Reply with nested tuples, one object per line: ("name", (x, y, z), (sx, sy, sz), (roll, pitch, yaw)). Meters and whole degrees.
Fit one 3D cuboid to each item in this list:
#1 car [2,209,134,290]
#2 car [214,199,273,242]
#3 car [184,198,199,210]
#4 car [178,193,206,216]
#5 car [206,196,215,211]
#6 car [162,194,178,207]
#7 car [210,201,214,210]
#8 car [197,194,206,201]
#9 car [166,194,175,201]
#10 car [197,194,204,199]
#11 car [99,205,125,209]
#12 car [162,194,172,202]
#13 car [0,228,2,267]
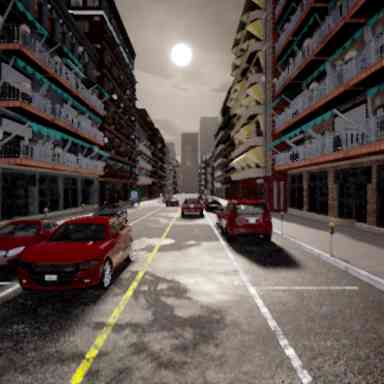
("car", (-2.868, 1.458, 9.249), (1.882, 1.535, 5.008), (0, 0, 0))
("car", (2.486, 1.279, 16.116), (2.192, 1.841, 5.009), (-1, 0, 0))
("car", (-0.043, 1.515, 43.042), (1.895, 1.301, 4.718), (0, 0, 0))
("car", (0.007, 1.285, 32.215), (2.097, 1.767, 4.553), (0, 0, 0))
("car", (2.436, 1.486, 38.773), (1.947, 1.339, 4.313), (-1, 0, 0))
("car", (-2.946, 1.468, 49.901), (1.994, 1.385, 4.181), (0, 0, 0))
("car", (2.476, 1.503, 21.780), (2.008, 1.369, 4.403), (-1, 0, 0))
("car", (2.366, 1.289, 84.088), (1.967, 1.590, 4.097), (-1, 0, 0))
("car", (-5.519, 1.292, 84.278), (1.967, 1.590, 4.097), (-1, 0, 0))
("car", (2.336, 1.379, 95.417), (1.887, 1.381, 4.507), (-1, 0, 0))
("car", (-5.372, 1.521, 22.115), (1.947, 1.339, 4.313), (-1, 0, 0))
("car", (-5.493, 1.308, 72.975), (1.967, 1.590, 4.097), (-1, 0, 0))
("car", (-5.345, 1.560, 10.813), (1.802, 1.307, 4.206), (-1, 0, 0))
